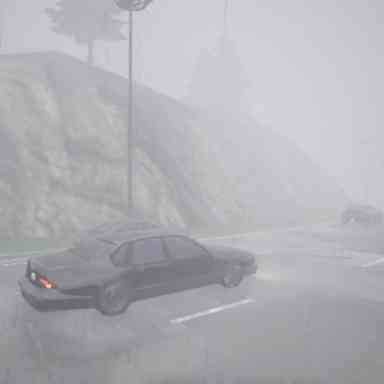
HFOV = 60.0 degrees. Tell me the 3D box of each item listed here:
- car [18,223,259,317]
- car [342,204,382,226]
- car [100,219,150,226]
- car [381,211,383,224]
[{"bbox_3d":[-0.886,1.589,7.568,5.357,1.411,2.033,0,0,-38],"label":"car"},{"bbox_3d":[12.785,1.691,24.864,1.837,1.490,4.892,0,0,43],"label":"car"},{"bbox_3d":[-1.866,1.624,11.302,4.181,1.385,1.994,0,0,-38],"label":"car"},{"bbox_3d":[13.560,1.765,20.532,1.895,1.301,4.718,0,0,44],"label":"car"}]
